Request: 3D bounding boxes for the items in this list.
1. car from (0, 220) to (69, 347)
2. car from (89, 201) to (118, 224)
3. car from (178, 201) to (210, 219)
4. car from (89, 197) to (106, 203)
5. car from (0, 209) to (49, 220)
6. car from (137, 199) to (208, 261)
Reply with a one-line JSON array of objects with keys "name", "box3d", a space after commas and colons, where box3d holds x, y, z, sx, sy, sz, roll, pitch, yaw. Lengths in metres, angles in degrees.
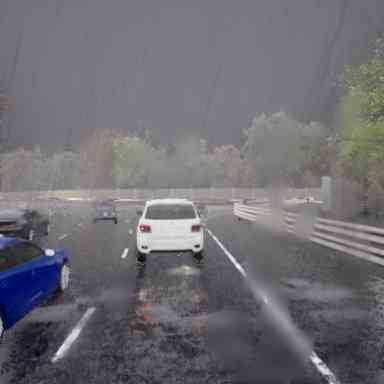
[{"name": "car", "box3d": [-3.705, 1.519, 5.865, 1.882, 1.535, 5.008, 0, 0, -3]}, {"name": "car", "box3d": [-6.952, 1.690, 26.716, 2.033, 1.411, 5.357, 0, 0, -15]}, {"name": "car", "box3d": [0.283, 1.679, 32.125, 2.033, 1.411, 5.357, 0, 0, 12]}, {"name": "car", "box3d": [-16.508, 1.667, 58.132, 2.097, 1.767, 4.553, 0, 0, -31]}, {"name": "car", "box3d": [-8.421, 1.611, 16.448, 1.837, 1.490, 4.892, 0, 0, -9]}, {"name": "car", "box3d": [-0.927, 1.281, 12.761, 2.150, 2.045, 5.566, 0, 0, -7]}]
